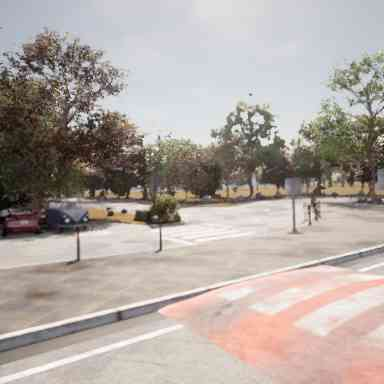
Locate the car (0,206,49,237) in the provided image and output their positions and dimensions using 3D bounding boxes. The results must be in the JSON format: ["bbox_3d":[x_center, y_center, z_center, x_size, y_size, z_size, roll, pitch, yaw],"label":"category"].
[{"bbox_3d":[-10.216,1.655,19.490,2.163,1.488,4.792,0,0,-36],"label":"car"}]

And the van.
[{"bbox_3d":[-7.876,1.381,20.983,1.878,1.987,4.442,0,0,-36],"label":"van"}]
